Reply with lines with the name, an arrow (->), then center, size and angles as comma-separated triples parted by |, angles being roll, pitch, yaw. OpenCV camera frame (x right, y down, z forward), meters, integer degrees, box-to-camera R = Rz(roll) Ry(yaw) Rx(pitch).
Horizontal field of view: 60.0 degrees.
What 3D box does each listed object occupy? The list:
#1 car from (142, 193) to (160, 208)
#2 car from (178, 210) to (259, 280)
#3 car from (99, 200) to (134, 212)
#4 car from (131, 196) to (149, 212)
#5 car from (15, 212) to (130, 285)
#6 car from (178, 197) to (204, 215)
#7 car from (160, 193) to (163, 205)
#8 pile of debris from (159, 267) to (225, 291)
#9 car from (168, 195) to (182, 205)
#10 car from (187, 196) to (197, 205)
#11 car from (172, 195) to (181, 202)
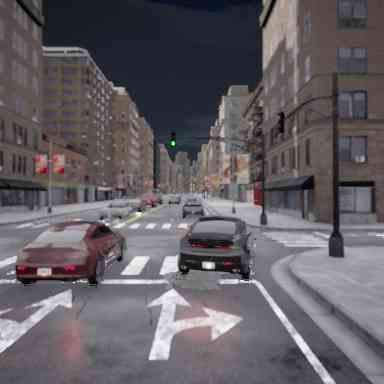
car -> -6.538, 1.247, 49.543 | 2.150, 2.045, 5.566 | 0, 0, 1
car -> 0.932, 1.490, 10.140 | 1.837, 1.490, 4.892 | 1, 0, 13
car -> -6.593, 1.620, 28.869 | 1.895, 1.301, 4.718 | 0, 0, 0
car -> -6.584, 1.549, 38.880 | 1.812, 1.442, 4.674 | 0, 0, 0
car -> -3.144, 1.533, 9.386 | 1.812, 1.442, 4.674 | 0, 0, 0
car -> 0.103, 1.511, 30.761 | 2.128, 1.511, 4.902 | 0, 0, 0
car -> -6.496, 1.247, 60.235 | 2.150, 2.045, 5.566 | 0, 0, 0
pile of debris -> 0.001, 2.183, 8.476 | 1.500, 0.140, 1.860 | 0, 0, 0
car -> -3.246, 1.590, 60.458 | 1.994, 1.385, 4.181 | 0, 0, 0
car -> 0.016, 1.551, 60.309 | 1.812, 1.442, 4.674 | 0, 0, 0
car -> -3.245, 1.336, 70.461 | 1.882, 1.535, 5.008 | 0, 0, 0
